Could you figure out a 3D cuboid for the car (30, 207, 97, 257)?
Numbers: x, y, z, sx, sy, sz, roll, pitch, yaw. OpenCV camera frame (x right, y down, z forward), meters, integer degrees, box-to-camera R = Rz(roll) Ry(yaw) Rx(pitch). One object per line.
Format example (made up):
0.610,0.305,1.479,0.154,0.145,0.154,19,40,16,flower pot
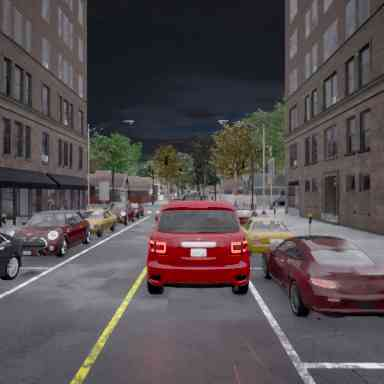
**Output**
-5.330,1.442,12.722,1.967,1.590,4.097,0,0,0,car

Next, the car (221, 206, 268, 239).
2.724,1.550,18.202,1.887,1.381,4.507,0,0,0,car

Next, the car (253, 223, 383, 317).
2.667,1.582,7.165,1.802,1.307,4.206,0,0,0,car

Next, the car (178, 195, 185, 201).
-2.636,1.611,84.746,1.812,1.442,4.674,0,0,0,car

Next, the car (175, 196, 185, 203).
-2.662,1.621,74.496,1.994,1.385,4.181,0,0,0,car

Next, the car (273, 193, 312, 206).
15.694,1.145,52.168,5.566,2.045,2.150,0,0,-1,car

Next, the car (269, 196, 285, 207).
13.627,1.286,48.898,4.553,1.767,2.097,0,0,0,car

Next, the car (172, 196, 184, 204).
-2.726,1.599,64.608,2.033,1.411,5.357,0,0,1,car

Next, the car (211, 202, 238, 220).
2.781,1.577,29.238,1.947,1.339,4.313,0,0,0,car

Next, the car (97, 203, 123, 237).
-5.302,1.530,18.071,1.752,1.417,4.829,0,0,0,car

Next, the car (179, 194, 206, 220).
0.126,1.235,29.704,2.150,2.045,5.566,0,0,2,car

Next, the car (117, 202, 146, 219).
-5.244,1.593,29.278,1.802,1.307,4.206,0,0,0,car

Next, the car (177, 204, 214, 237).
0.192,1.511,18.998,1.837,1.490,4.892,0,0,1,car

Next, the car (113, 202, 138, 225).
-5.273,1.448,23.760,1.967,1.590,4.097,0,0,0,car

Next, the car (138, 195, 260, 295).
0.137,1.223,8.887,2.150,2.045,5.566,0,0,0,car

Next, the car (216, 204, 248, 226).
2.752,1.590,23.720,1.802,1.307,4.206,0,0,0,car

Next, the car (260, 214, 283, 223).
2.696,1.528,12.854,1.752,1.417,4.829,0,0,0,car

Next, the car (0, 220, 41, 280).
-5.358,1.551,7.203,2.008,1.369,4.403,0,0,0,car
